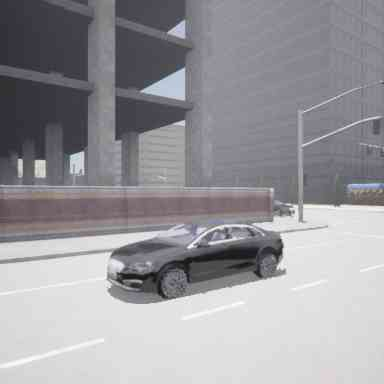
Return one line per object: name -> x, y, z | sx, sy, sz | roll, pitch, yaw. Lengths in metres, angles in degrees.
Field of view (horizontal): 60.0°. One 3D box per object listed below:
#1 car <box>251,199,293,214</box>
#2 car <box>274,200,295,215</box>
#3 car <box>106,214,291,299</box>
car -> 8.693, 1.564, 36.500 | 1.994, 1.385, 4.181 | 0, 0, -36
car -> 7.617, 1.491, 32.029 | 2.128, 1.511, 4.902 | 0, 0, -36
car -> 0.300, 1.491, 8.524 | 4.902, 1.511, 2.128 | 0, 0, -36
